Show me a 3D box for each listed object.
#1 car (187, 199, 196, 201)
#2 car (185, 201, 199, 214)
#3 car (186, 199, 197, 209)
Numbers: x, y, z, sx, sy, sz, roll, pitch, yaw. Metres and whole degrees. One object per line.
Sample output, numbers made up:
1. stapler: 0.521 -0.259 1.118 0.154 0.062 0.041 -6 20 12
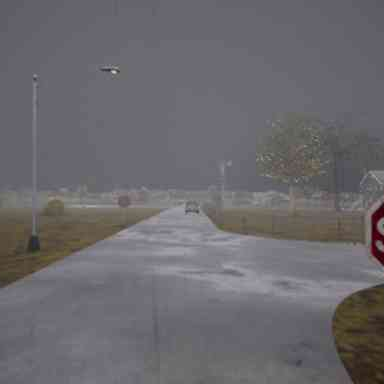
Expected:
1. car: -0.064 2.337 59.009 2.150 2.045 5.566 0 -1 0
2. car: 0.043 2.449 48.956 1.994 1.385 4.181 0 -1 0
3. car: -0.079 2.542 69.370 2.150 2.045 5.566 0 -1 0
